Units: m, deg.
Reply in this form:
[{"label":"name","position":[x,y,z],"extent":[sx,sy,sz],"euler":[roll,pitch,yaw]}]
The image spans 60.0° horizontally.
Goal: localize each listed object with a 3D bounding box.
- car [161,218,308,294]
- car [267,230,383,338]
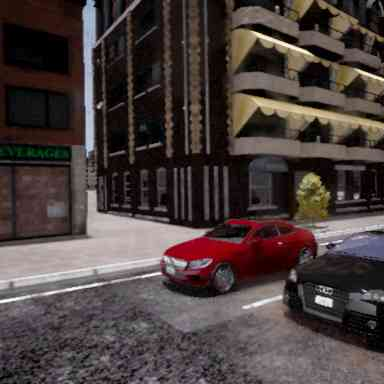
[{"label":"car","position":[1.424,1.442,8.693],"extent":[4.674,1.442,1.812],"euler":[-1,1,-35]},{"label":"car","position":[3.657,1.475,6.292],"extent":[4.181,1.385,1.994],"euler":[-1,1,-35]}]
